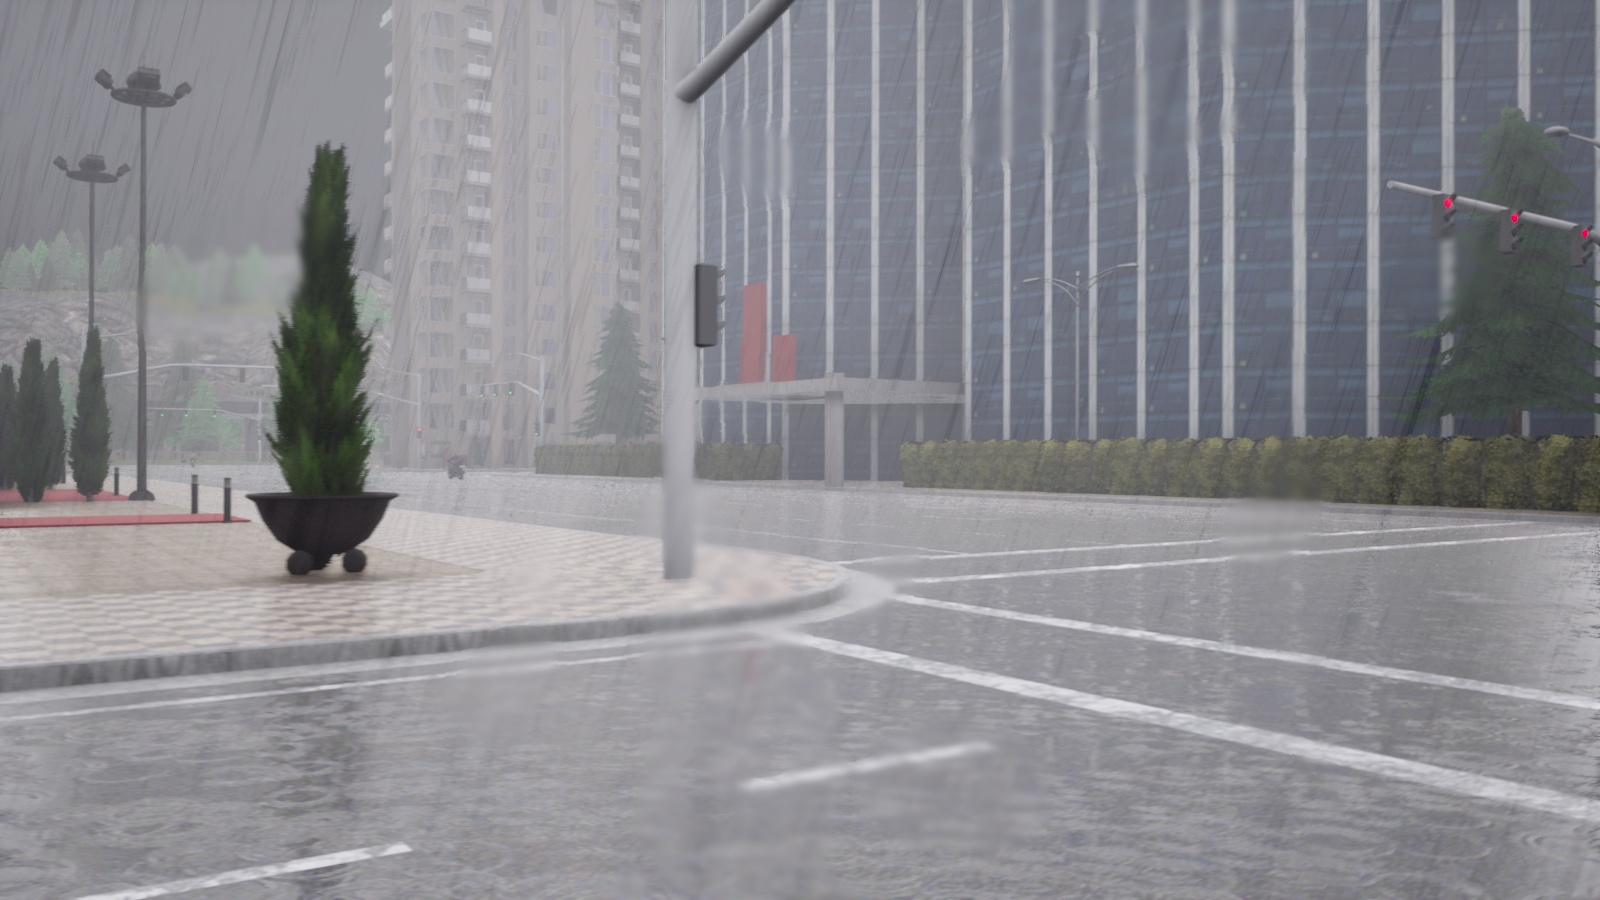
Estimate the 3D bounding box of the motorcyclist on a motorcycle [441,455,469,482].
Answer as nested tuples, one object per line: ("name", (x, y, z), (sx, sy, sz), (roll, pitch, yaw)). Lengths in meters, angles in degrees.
("motorcyclist on a motorcycle", (-19.630, 1.035, 71.396), (0.866, 1.530, 2.191), (0, 0, -35))
